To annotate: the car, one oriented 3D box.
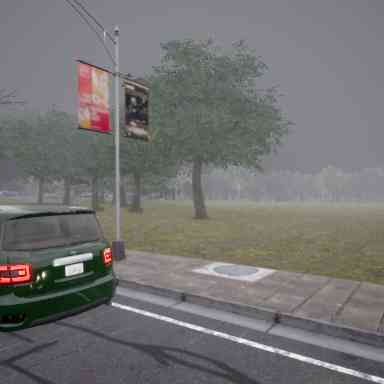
[{"bbox_3d":[-3.889,1.235,6.415,5.566,2.045,2.150,0,0,36],"label":"car"}]
